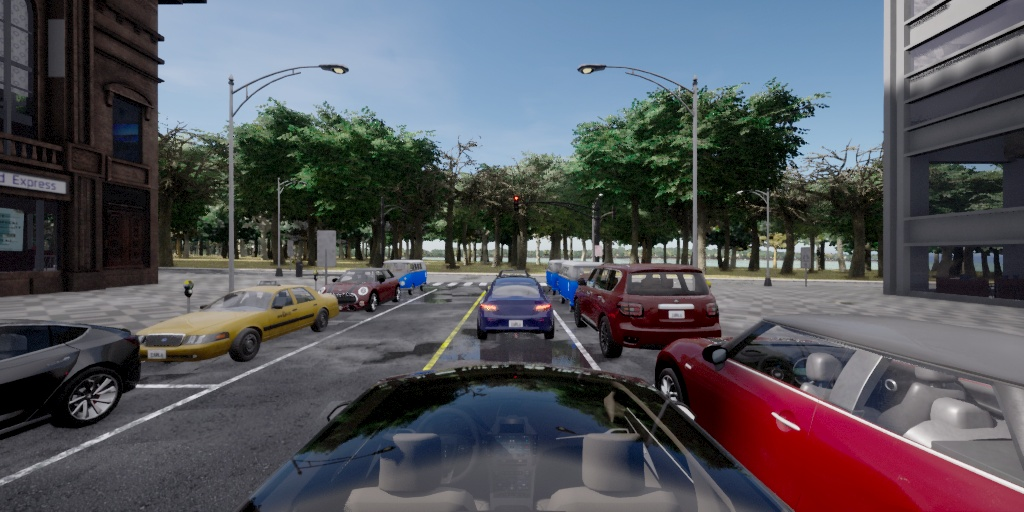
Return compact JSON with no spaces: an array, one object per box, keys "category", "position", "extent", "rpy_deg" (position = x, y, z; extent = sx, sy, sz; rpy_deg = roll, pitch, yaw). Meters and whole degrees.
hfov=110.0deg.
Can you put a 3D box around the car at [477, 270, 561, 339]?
[{"category":"car","position":[0.097,1.276,9.938],"extent":[1.812,1.442,4.674],"rpy_deg":[0,0,0]}]

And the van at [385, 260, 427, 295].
[{"category":"van","position":[-5.766,1.092,19.274],"extent":[1.690,1.789,3.998],"rpy_deg":[0,0,0]}]

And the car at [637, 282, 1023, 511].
[{"category":"car","position":[2.763,1.190,2.963],"extent":[1.967,1.591,4.097],"rpy_deg":[0,0,0]}]

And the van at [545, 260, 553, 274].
[{"category":"van","position":[2.759,1.092,19.276],"extent":[1.690,1.789,3.998],"rpy_deg":[0,0,0]}]

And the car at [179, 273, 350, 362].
[{"category":"car","position":[-5.764,1.275,8.229],"extent":[1.751,1.417,4.829],"rpy_deg":[0,0,0]}]

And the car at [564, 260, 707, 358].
[{"category":"car","position":[2.761,1.065,8.401],"extent":[2.192,1.841,5.009],"rpy_deg":[0,0,0]}]

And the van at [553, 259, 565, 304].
[{"category":"van","position":[2.760,1.091,13.838],"extent":[1.690,1.789,3.998],"rpy_deg":[0,0,0]}]

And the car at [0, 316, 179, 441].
[{"category":"car","position":[-5.763,1.316,2.961],"extent":[1.948,1.339,4.313],"rpy_deg":[0,0,0]}]

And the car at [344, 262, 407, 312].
[{"category":"car","position":[-5.765,1.190,13.836],"extent":[1.967,1.591,4.097],"rpy_deg":[0,0,0]}]
